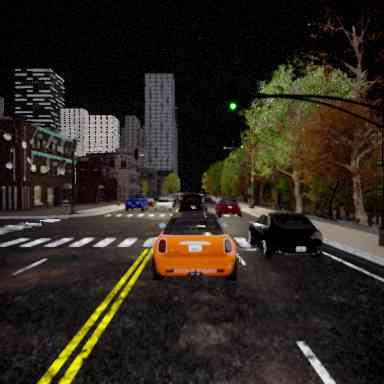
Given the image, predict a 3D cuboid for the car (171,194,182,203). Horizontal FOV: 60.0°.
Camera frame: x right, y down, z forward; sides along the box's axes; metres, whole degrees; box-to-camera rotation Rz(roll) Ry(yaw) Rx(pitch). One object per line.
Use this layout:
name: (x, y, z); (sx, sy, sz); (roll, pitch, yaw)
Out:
car: (-3.262, 1.345, 69.424); (2.097, 1.767, 4.553); (0, 0, 0)

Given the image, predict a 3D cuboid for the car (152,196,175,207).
car: (-3.351, 1.523, 39.831); (1.812, 1.442, 4.674); (0, 0, 0)

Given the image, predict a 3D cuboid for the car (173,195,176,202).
car: (-3.332, 1.487, 49.052); (2.128, 1.511, 4.902); (0, 0, 0)

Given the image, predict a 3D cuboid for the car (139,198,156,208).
car: (-6.577, 1.596, 49.986); (1.895, 1.301, 4.718); (0, 0, 0)

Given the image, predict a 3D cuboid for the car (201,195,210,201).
car: (3.236, 1.344, 80.003); (1.812, 1.442, 4.674); (0, 0, 0)

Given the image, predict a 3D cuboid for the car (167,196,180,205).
car: (-3.259, 1.485, 59.138); (2.128, 1.511, 4.902); (0, 0, 0)

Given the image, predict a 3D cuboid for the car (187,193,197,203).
car: (-0.013, 1.208, 69.613); (2.150, 2.045, 5.566); (0, 0, 0)

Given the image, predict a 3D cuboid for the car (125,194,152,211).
car: (-6.598, 1.219, 40.175); (2.150, 2.045, 5.566); (0, 0, 0)

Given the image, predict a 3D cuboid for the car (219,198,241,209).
car: (3.345, 1.351, 31.384); (2.097, 1.767, 4.553); (0, 0, 0)

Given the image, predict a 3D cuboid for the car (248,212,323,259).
car: (3.347, 1.505, 12.630); (1.837, 1.490, 4.892); (0, 0, 0)

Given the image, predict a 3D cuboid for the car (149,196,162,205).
car: (-6.511, 1.498, 60.354); (1.837, 1.490, 4.892); (0, 0, 0)

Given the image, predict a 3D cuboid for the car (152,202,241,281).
car: (0.043, 1.353, 10.006); (2.097, 1.767, 4.553); (0, 0, -1)

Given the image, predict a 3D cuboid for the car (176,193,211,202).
car: (0.095, 1.222, 26.763); (2.150, 2.045, 5.566); (0, 0, 0)
